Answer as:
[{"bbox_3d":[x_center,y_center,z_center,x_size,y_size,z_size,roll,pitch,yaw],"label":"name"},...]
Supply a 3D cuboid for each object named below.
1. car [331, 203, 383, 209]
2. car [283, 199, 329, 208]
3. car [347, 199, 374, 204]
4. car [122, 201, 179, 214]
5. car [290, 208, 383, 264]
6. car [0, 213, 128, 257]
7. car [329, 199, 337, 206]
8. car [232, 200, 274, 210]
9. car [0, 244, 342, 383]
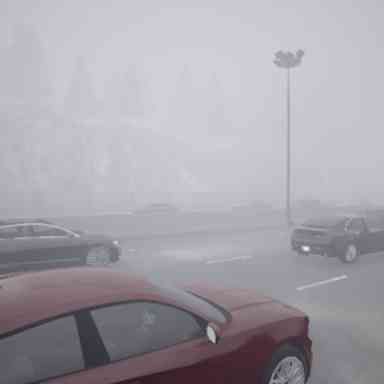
[{"bbox_3d":[10.973,1.625,19.985,5.357,1.411,2.033,0,0,-34],"label":"car"},{"bbox_3d":[11.015,1.458,32.949,4.553,1.767,2.097,0,0,-34],"label":"car"},{"bbox_3d":[22.828,1.672,45.186,4.892,1.490,1.837,-1,0,-34],"label":"car"},{"bbox_3d":[-3.355,1.556,27.338,4.892,1.490,1.837,1,0,-35],"label":"car"},{"bbox_3d":[5.627,1.550,12.024,4.892,1.490,1.837,0,0,-35],"label":"car"},{"bbox_3d":[-4.366,1.499,9.230,4.902,1.511,2.128,0,0,-35],"label":"car"},{"bbox_3d":[20.582,1.779,52.155,4.718,1.301,1.895,0,0,-34],"label":"car"},{"bbox_3d":[7.143,1.655,38.781,5.357,1.411,2.033,0,0,-34],"label":"car"},{"bbox_3d":[-0.908,1.481,3.097,5.008,1.535,1.882,0,0,-35],"label":"car"}]
